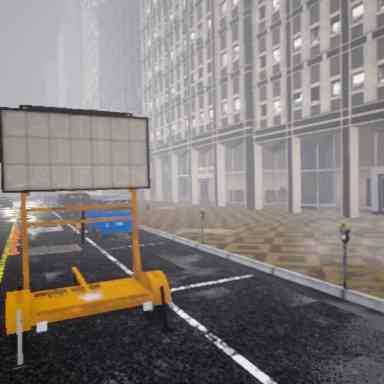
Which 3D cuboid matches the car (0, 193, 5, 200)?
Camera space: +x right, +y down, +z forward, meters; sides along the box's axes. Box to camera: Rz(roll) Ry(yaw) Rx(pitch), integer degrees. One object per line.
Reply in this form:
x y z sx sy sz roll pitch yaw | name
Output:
-42.030 1.024 72.608 1.752 1.417 4.829 -3 2 -27 | car

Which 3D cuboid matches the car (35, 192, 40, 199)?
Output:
-32.075 0.584 71.457 2.192 1.841 5.009 -3 2 -27 | car

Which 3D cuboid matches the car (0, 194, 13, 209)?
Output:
-21.959 1.281 38.695 1.994 1.385 4.181 -2 1 -27 | car

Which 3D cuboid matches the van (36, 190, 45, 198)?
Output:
-37.200 0.522 81.603 1.690 1.788 3.998 -3 2 -27 | van

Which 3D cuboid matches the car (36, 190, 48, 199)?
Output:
-34.638 0.540 76.530 2.192 1.841 5.009 -3 2 -27 | car

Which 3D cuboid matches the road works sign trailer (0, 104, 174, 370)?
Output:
-1.940 0.375 5.853 2.380 3.560 2.880 -2 1 -27 | road works sign trailer

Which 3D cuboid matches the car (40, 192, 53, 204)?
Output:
-21.814 0.995 51.171 2.008 1.369 4.403 -3 2 -27 | car

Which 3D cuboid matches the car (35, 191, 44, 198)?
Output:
-39.759 0.576 86.678 1.967 1.590 4.097 -3 2 -27 | car

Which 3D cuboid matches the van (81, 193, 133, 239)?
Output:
-3.880 1.091 15.657 1.690 1.788 3.998 -3 2 -27 | van

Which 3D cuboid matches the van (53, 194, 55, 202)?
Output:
-11.569 0.961 30.875 1.690 1.788 3.998 -3 2 -27 | van

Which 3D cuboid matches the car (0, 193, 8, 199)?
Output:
-47.232 0.975 82.906 1.947 1.339 4.313 -3 2 -27 | car

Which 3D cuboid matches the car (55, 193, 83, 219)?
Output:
-9.007 0.978 25.802 2.192 1.841 5.009 -3 2 -27 | car
